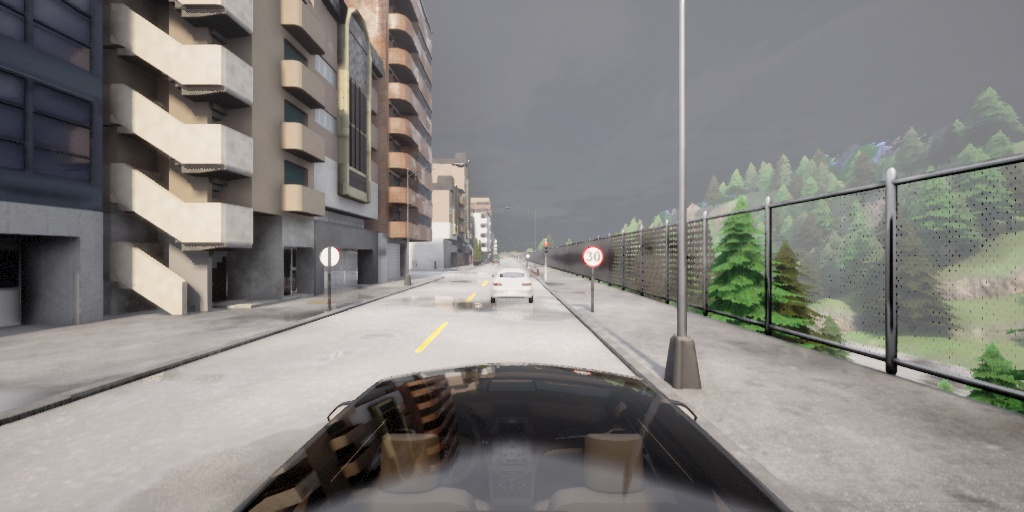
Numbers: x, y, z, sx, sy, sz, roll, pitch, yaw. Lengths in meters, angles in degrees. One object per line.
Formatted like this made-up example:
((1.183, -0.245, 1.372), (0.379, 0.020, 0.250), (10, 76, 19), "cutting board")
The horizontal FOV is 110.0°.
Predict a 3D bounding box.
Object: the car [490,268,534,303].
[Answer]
((0.000, 1.282, 16.500), (1.812, 1.442, 4.674), (0, 0, 0), "car")
